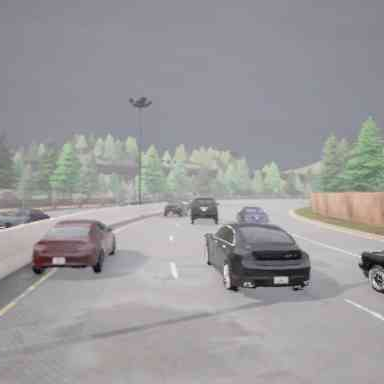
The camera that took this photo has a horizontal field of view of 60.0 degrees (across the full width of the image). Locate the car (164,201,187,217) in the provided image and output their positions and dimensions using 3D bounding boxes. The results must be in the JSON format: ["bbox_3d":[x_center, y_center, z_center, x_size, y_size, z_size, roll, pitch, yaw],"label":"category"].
[{"bbox_3d":[-1.623,1.797,34.949,1.837,1.490,4.892,0,-1,10],"label":"car"}]

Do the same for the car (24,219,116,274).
[{"bbox_3d":[-3.604,1.594,10.739,1.812,1.442,4.674,0,-1,-6],"label":"car"}]

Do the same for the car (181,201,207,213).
[{"bbox_3d":[0.377,1.942,44.929,2.033,1.411,5.357,0,-1,16],"label":"car"}]

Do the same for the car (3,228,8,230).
[{"bbox_3d":[-9.777,1.660,19.185,1.994,1.385,4.181,0,0,0],"label":"car"}]

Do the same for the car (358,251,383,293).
[{"bbox_3d":[5.450,1.698,6.385,1.895,1.301,4.718,0,0,-9],"label":"car"}]

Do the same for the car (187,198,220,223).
[{"bbox_3d":[1.130,1.473,27.808,2.150,2.045,5.566,0,-1,4],"label":"car"}]

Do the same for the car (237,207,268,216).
[{"bbox_3d":[4.389,1.793,24.368,2.033,1.411,5.357,0,0,3],"label":"car"}]

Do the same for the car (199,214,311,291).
[{"bbox_3d":[1.554,1.599,9.322,1.837,1.490,4.892,0,0,-7],"label":"car"}]

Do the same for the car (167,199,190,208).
[{"bbox_3d":[-2.384,2.043,58.899,2.033,1.411,5.357,0,-1,22],"label":"car"}]

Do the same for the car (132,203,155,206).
[{"bbox_3d":[-7.624,1.984,54.614,1.994,1.385,4.181,0,-1,19],"label":"car"}]
